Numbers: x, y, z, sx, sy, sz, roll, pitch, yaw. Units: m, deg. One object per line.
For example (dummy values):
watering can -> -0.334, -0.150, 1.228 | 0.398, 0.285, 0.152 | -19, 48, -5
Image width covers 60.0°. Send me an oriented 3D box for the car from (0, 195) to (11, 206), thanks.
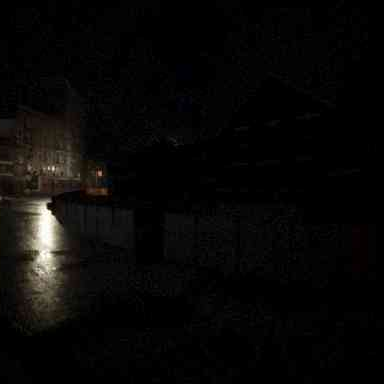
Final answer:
car -> -23.354, 0.952, 39.705 | 1.895, 1.301, 4.718 | 1, 1, -10
